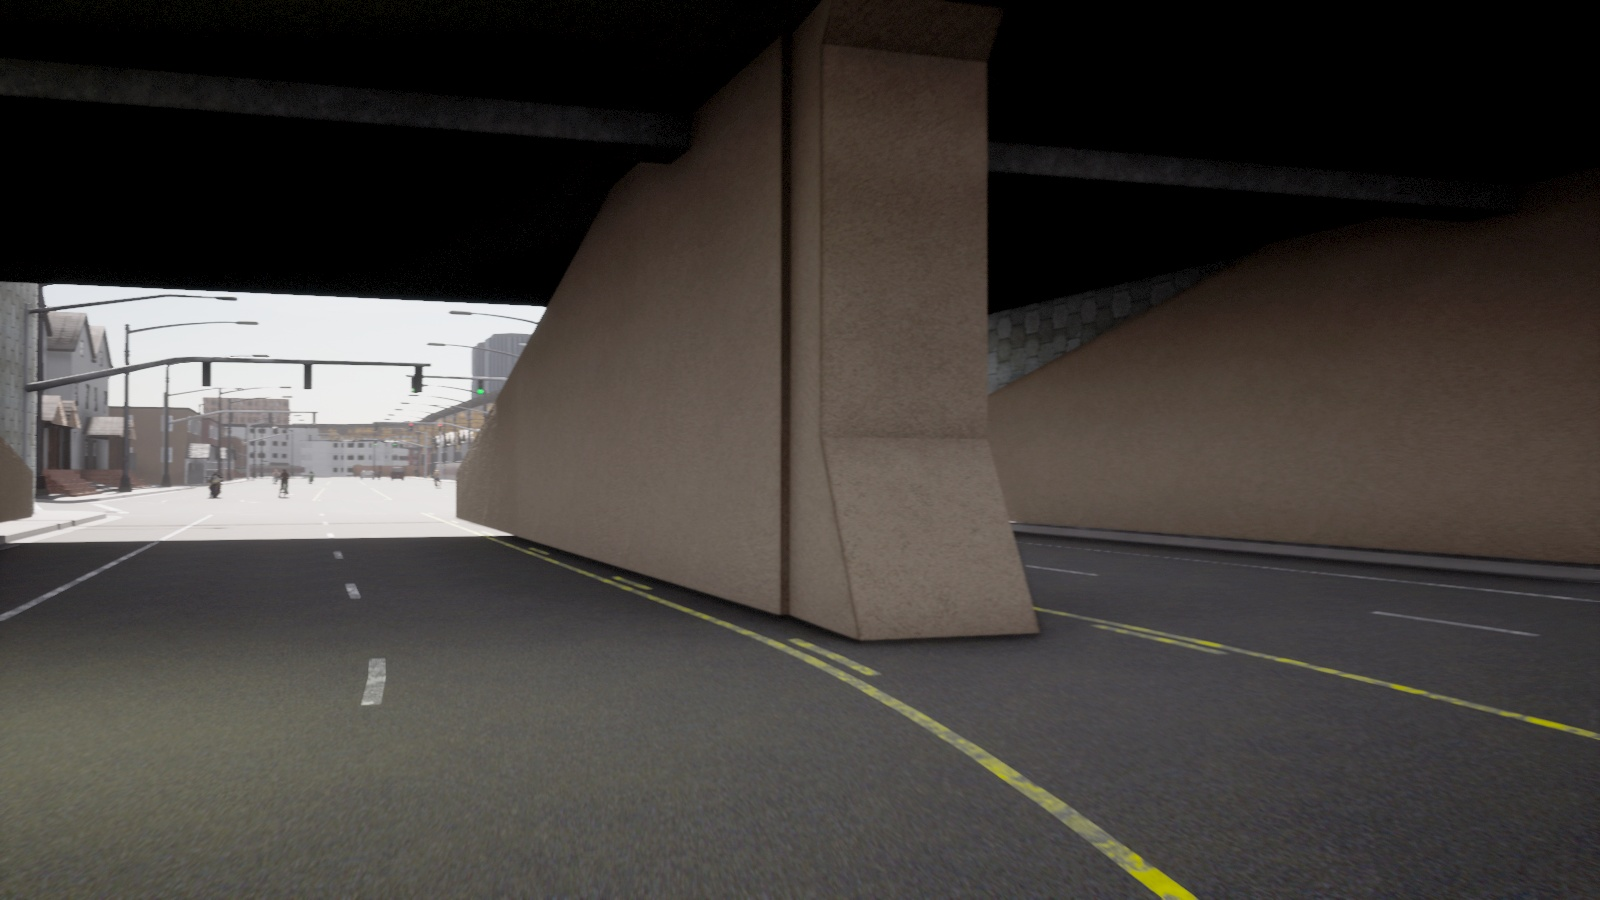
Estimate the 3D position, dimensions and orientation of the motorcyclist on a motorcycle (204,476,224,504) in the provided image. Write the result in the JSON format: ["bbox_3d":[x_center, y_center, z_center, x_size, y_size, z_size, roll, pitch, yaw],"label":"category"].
[{"bbox_3d":[-31.943,2.167,68.477,0.866,1.530,2.191,0,-1,-21],"label":"motorcyclist on a motorcycle"}]
